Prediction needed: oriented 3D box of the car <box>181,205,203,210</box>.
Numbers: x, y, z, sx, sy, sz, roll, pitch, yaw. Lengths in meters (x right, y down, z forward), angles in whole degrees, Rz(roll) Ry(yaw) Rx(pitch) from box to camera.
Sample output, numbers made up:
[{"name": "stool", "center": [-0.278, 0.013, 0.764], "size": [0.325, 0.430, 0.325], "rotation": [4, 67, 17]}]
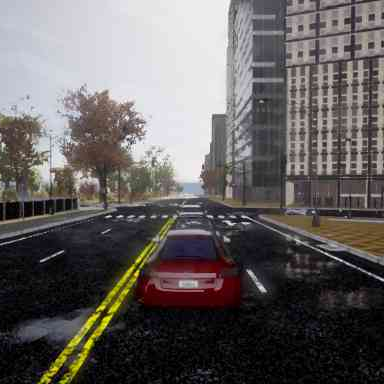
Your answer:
[{"name": "car", "center": [-0.006, 1.544, 21.255], "size": [2.033, 1.411, 5.357], "rotation": [0, 0, 0]}]

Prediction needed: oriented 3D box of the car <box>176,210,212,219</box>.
[{"name": "car", "center": [0.075, 1.597, 13.015], "size": [1.895, 1.301, 4.718], "rotation": [0, 0, 0]}]

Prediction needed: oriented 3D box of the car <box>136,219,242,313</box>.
[{"name": "car", "center": [-0.022, 1.561, 7.767], "size": [1.994, 1.385, 4.181], "rotation": [0, 0, 1]}]
